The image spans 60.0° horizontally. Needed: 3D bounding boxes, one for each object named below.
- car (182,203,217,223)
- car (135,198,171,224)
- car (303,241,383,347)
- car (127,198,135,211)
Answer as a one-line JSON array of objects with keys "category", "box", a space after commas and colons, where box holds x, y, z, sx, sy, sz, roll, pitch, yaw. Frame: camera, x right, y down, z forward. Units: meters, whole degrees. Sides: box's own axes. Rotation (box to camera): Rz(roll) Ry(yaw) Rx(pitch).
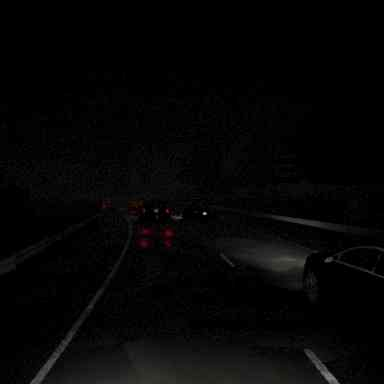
[{"category": "car", "box": [0.480, 1.529, 25.679, 1.994, 1.385, 4.181, 0, 0, -12]}, {"category": "car", "box": [-2.866, 1.325, 24.570, 2.097, 1.767, 4.553, 0, 0, -12]}, {"category": "car", "box": [3.303, 1.478, 5.042, 2.128, 1.511, 4.902, 0, 0, -2]}, {"category": "car", "box": [-6.823, 1.436, 40.620, 1.882, 1.535, 5.008, 0, 0, -15]}]
